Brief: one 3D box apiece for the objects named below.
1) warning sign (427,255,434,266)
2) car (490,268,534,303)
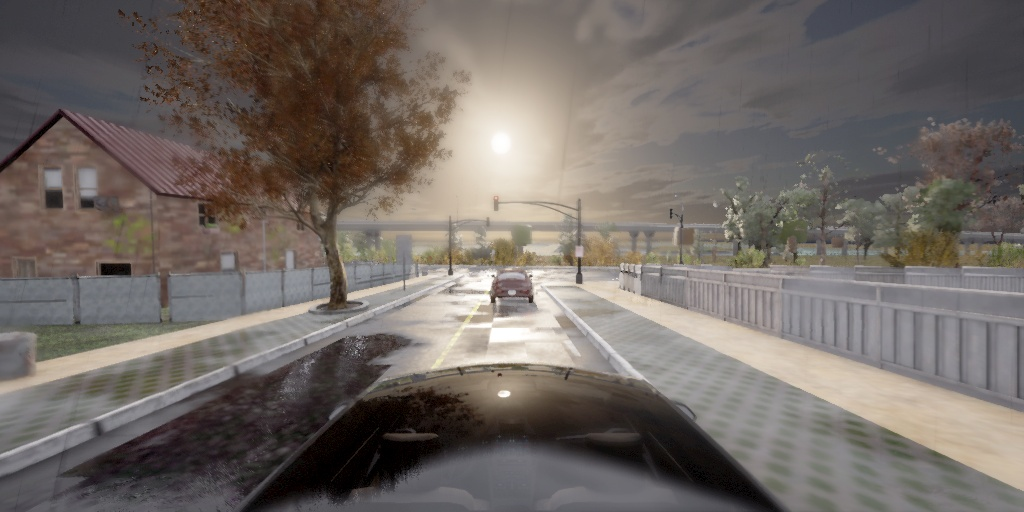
[{"bbox_3d":[-14.264,0.745,62.125,1.060,1.860,1.300,0,0,36],"label":"warning sign"},{"bbox_3d":[0.001,1.279,16.514,1.812,1.442,4.674,0,0,0],"label":"car"}]
